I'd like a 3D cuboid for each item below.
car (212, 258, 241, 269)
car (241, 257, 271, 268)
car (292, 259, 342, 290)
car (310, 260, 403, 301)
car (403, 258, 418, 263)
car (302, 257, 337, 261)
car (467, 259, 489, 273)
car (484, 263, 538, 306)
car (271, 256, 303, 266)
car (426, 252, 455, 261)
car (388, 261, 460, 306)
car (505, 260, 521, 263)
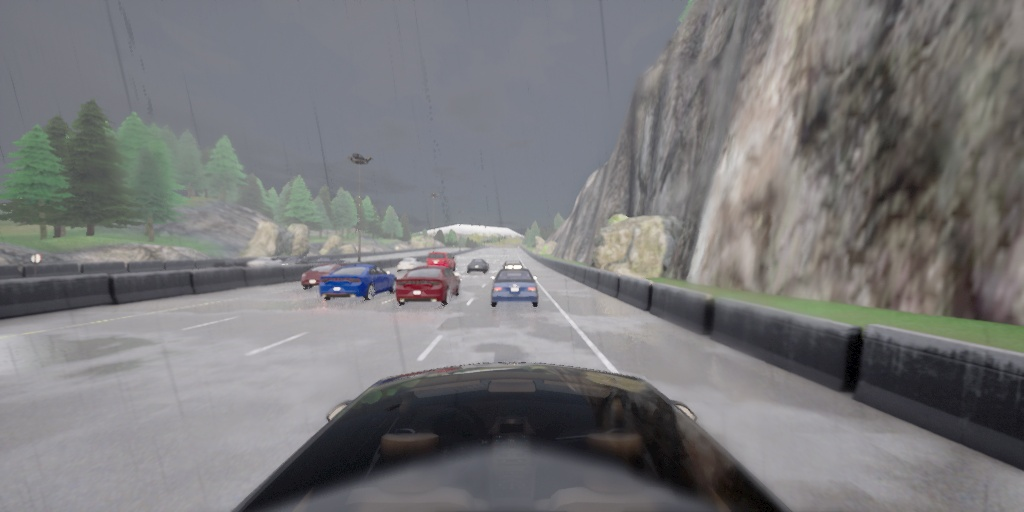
[{"bbox_3d":[-31.586,0.924,41.013,1.895,1.301,4.718,0,1,0],"label":"car"},{"bbox_3d":[-28.087,0.848,41.042,1.812,1.442,4.674,0,1,0],"label":"car"},{"bbox_3d":[-10.415,1.136,20.996,1.812,1.442,4.674,0,1,0],"label":"car"},{"bbox_3d":[-6.900,1.131,16.609,1.882,1.535,5.008,0,0,0],"label":"car"},{"bbox_3d":[-10.400,0.917,37.009,1.812,1.442,4.674,0,1,0],"label":"car"},{"bbox_3d":[-21.094,0.871,40.982,2.033,1.411,5.357,0,1,0],"label":"car"},{"bbox_3d":[-3.400,0.962,36.588,1.994,1.385,4.181,0,1,0],"label":"car"},{"bbox_3d":[0.100,1.213,15.172,2.033,1.411,5.357,0,0,0],"label":"car"},{"bbox_3d":[-24.589,0.814,41.031,2.128,1.511,4.902,0,1,0],"label":"car"},{"bbox_3d":[-6.900,0.643,35.146,2.150,2.045,5.566,0,1,0],"label":"car"},{"bbox_3d":[-3.399,1.142,15.305,1.882,1.535,5.008,0,0,0],"label":"car"},{"bbox_3d":[0.101,1.037,34.242,1.895,1.301,4.718,0,1,0],"label":"car"}]
